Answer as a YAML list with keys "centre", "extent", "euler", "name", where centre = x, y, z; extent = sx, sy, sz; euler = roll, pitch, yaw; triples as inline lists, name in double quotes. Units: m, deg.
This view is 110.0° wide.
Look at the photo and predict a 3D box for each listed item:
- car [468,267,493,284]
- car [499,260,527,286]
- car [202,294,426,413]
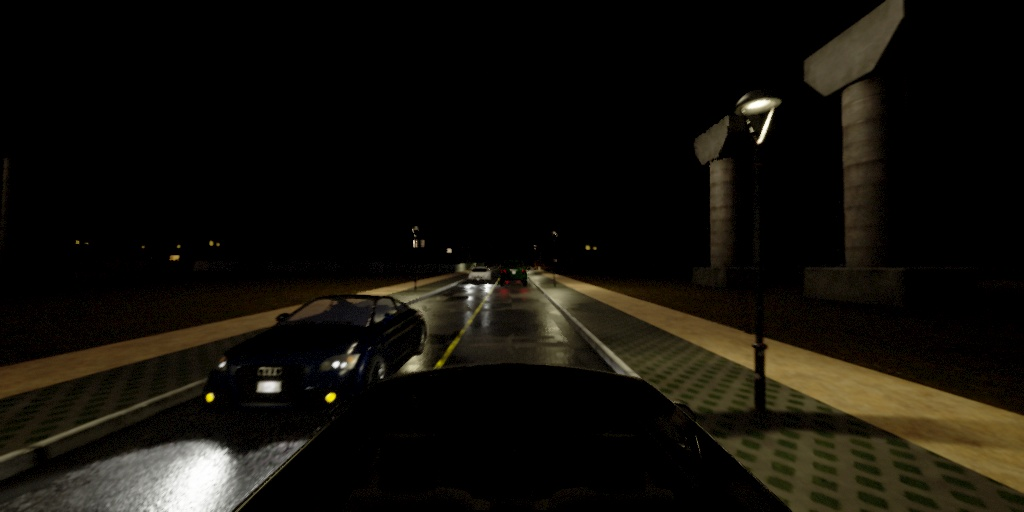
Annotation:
- centre: [-2.851, 1.699, 32.395]
  extent: [1.812, 1.442, 4.674]
  euler: [0, -1, 0]
  name: "car"
- centre: [0.097, 1.361, 29.787]
  extent: [2.150, 2.045, 5.566]
  euler: [0, -1, -1]
  name: "car"
- centre: [-2.850, 1.376, 6.199]
  extent: [1.994, 1.385, 4.181]
  euler: [0, -1, 0]
  name: "car"
